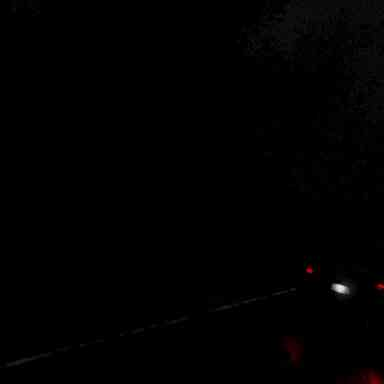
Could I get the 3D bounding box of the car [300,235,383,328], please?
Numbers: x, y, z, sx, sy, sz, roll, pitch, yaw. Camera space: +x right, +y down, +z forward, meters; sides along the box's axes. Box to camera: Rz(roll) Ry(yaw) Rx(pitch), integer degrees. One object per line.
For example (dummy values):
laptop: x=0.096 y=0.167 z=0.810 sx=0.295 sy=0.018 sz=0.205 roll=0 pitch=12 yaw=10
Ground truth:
car: x=4.084 y=1.569 z=6.655 sx=4.181 sy=1.385 sz=1.994 roll=0 pitch=0 yaw=-35
